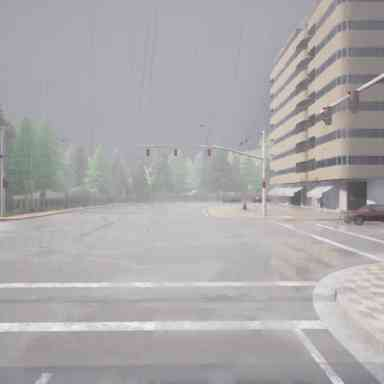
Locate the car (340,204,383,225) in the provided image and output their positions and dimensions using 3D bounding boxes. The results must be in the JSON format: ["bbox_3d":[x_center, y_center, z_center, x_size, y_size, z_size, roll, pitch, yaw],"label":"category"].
[{"bbox_3d":[13.191,1.581,24.039,4.674,1.442,1.812,0,0,-1],"label":"car"}]

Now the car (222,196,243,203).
[{"bbox_3d":[8.204,1.492,66.933,4.902,1.511,2.128,0,0,-44],"label":"car"}]

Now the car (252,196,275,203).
[{"bbox_3d":[14.269,1.525,67.786,4.674,1.442,1.812,0,0,-34],"label":"car"}]

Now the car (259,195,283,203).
[{"bbox_3d":[17.586,1.525,73.664,4.902,1.511,2.128,0,0,-23],"label":"car"}]
